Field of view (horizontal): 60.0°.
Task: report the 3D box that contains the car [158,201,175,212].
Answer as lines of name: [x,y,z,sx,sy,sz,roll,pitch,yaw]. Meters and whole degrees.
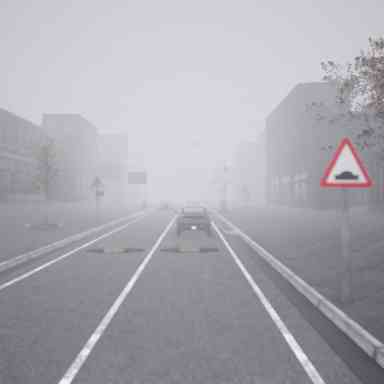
car: [-3.094,1.753,41.513,1.994,1.385,4.181,0,-1,0]

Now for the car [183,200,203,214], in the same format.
car: [0.093,1.664,37.256,2.033,1.411,5.357,0,-1,0]

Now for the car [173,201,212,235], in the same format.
car: [0.092,1.518,18.947,1.837,1.490,4.892,0,0,0]
